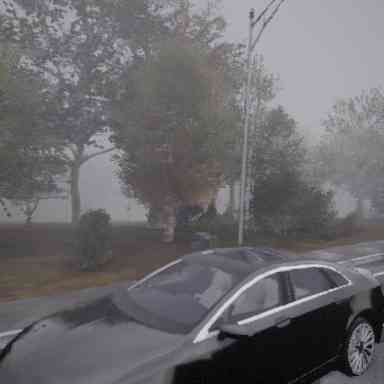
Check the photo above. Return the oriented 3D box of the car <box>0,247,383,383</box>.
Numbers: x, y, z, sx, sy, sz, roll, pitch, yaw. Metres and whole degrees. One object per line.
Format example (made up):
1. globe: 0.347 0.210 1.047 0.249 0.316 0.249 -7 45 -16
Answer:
1. car: 0.417 1.500 3.979 4.902 1.511 2.128 0 0 -35
